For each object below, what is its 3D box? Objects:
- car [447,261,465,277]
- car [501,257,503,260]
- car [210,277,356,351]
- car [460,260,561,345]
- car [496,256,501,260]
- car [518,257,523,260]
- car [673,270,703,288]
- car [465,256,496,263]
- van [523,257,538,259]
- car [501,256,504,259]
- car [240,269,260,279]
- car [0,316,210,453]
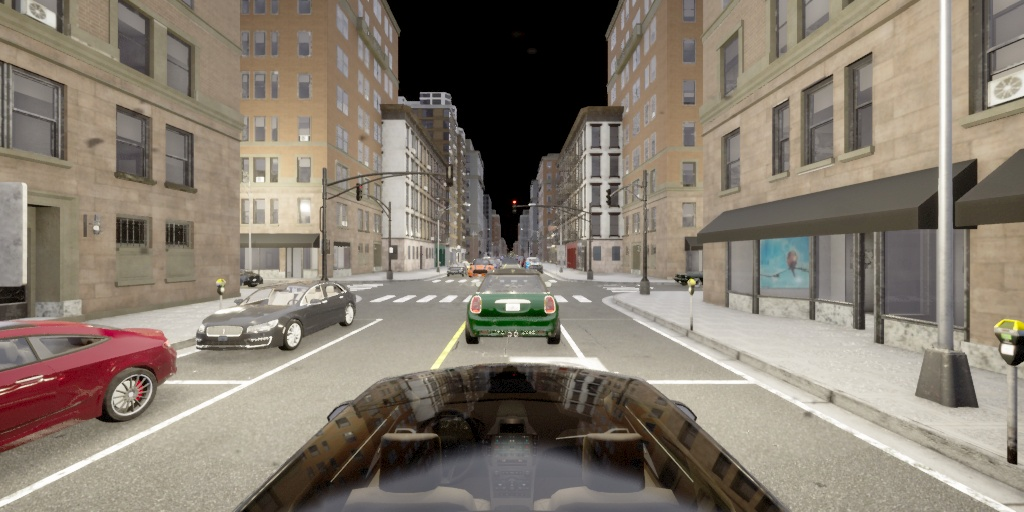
[{"bbox_3d":[-5.394,1.296,35.736,2.007,1.370,4.403,0,0,0],"label":"car"},{"bbox_3d":[-2.829,1.248,54.758,1.837,1.490,4.892,0,0,0],"label":"car"},{"bbox_3d":[-5.389,1.300,8.860,2.007,1.370,4.403,0,0,0],"label":"car"},{"bbox_3d":[0.040,1.102,9.703,2.097,1.767,4.553,0,0,1],"label":"car"},{"bbox_3d":[-2.842,1.096,44.395,2.097,1.767,4.553,0,0,-1],"label":"car"},{"bbox_3d":[2.639,1.056,62.769,2.192,1.841,5.009,0,0,0],"label":"car"},{"bbox_3d":[13.495,1.431,24.097,4.718,1.301,1.895,0,0,0],"label":"car"},{"bbox_3d":[-2.808,1.097,33.083,2.097,1.767,4.553,0,0,-1],"label":"car"},{"bbox_3d":[2.636,1.085,46.550,1.690,1.789,3.998,0,0,0],"label":"van"},{"bbox_3d":[-2.810,1.267,65.034,1.812,1.442,4.674,0,0,1],"label":"car"},{"bbox_3d":[-17.145,1.223,21.094,4.181,1.385,1.994,0,0,0],"label":"car"},{"bbox_3d":[-5.389,1.332,3.179,1.802,1.307,4.207,0,0,0],"label":"car"}]
